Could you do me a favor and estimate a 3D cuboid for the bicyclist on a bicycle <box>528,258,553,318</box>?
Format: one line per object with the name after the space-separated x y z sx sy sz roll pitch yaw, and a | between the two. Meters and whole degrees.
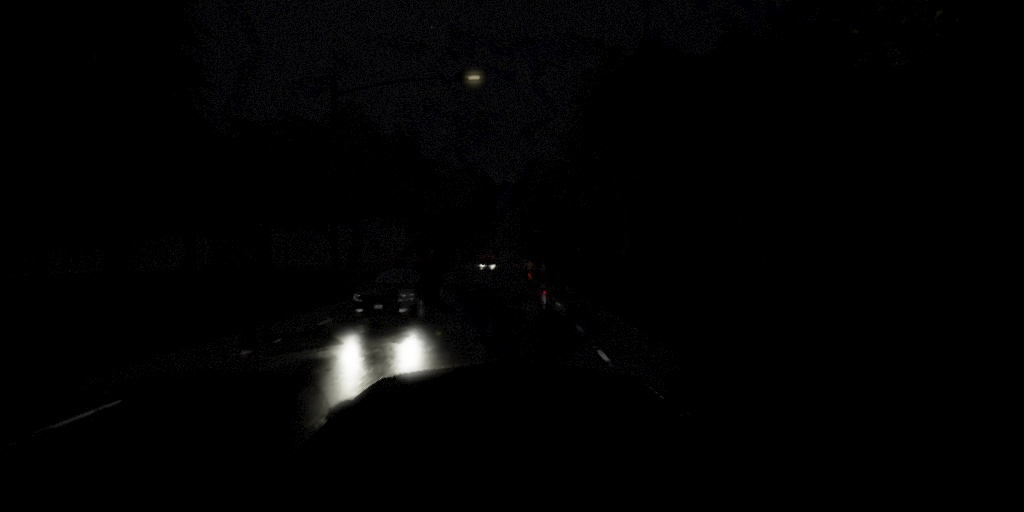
0.962 0.966 11.235 0.659 1.776 1.843 0 1 0 | bicyclist on a bicycle

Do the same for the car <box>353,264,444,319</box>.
-3.595 1.058 12.163 1.882 1.535 5.008 0 1 0 | car

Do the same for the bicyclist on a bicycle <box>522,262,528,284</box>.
0.972 0.890 19.974 0.866 1.612 1.509 0 1 0 | bicyclist on a bicycle

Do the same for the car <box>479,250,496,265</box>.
-3.564 0.177 53.126 2.150 2.045 5.566 0 1 0 | car

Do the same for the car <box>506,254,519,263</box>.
0.088 0.498 57.178 1.895 1.301 4.718 0 1 0 | car
